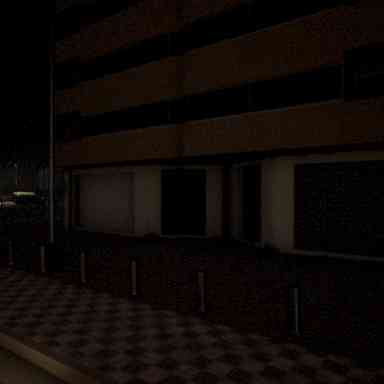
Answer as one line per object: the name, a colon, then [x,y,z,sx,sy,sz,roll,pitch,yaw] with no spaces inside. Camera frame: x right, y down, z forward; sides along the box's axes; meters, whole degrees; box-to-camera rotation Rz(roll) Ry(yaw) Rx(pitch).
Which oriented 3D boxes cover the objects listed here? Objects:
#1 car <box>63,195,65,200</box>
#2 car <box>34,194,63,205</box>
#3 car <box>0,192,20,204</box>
car: [-33.380,1.431,88.828,1.970,1.475,3.806,0,0,35]
car: [-27.248,1.436,63.154,1.970,1.475,3.806,0,0,35]
car: [-41.106,1.190,72.823,1.932,1.855,4.605,0,0,35]
